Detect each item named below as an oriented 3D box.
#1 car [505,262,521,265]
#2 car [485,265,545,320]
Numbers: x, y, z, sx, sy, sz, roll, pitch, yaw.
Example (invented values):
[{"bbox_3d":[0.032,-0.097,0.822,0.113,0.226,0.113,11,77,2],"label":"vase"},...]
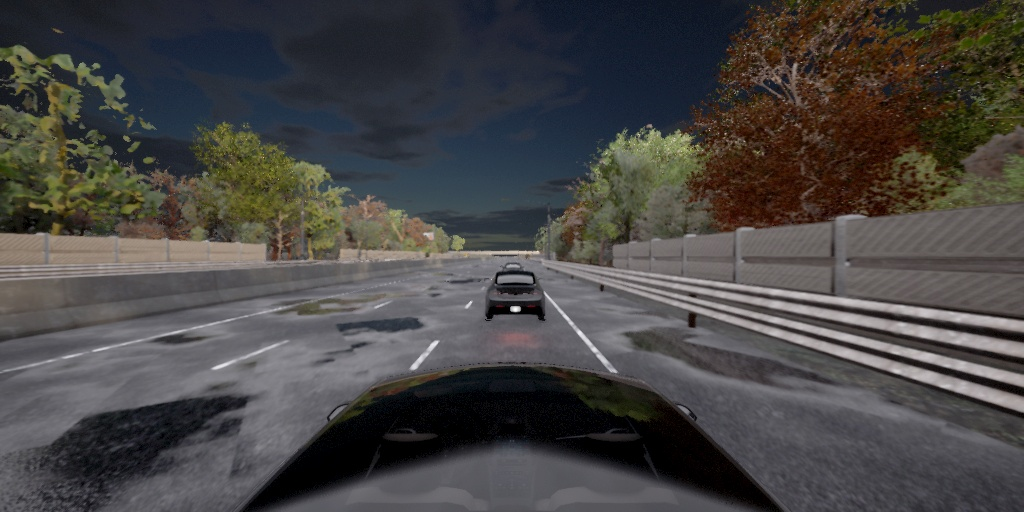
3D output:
[{"bbox_3d":[0.091,1.247,29.691,1.812,1.442,4.674,0,0,0],"label":"car"},{"bbox_3d":[0.098,1.241,12.534,1.837,1.490,4.892,0,0,0],"label":"car"}]
